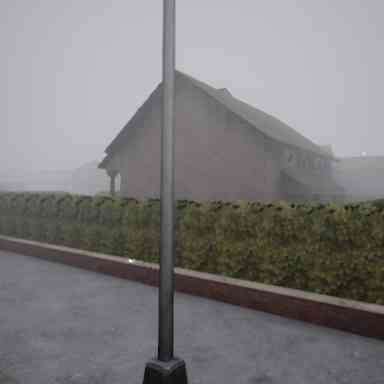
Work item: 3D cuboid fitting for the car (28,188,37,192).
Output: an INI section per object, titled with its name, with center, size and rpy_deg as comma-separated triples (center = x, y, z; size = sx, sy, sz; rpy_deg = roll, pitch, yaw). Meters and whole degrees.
[car]
center = -33.503, 0.015, 70.180
size = 3.866, 1.878, 1.905
rpy_deg = 1, 1, 36
